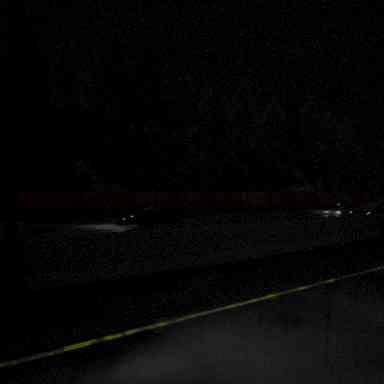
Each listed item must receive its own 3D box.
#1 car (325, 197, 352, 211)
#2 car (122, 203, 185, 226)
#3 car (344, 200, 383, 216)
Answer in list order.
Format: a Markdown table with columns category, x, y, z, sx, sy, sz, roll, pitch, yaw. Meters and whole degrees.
| category | x | y | z | sx | sy | sz | roll | pitch | yaw |
| --- | --- | --- | --- | --- | --- | --- | --- | --- | --- |
| car | 19.573 | 1.508 | 43.951 | 4.553 | 1.767 | 2.097 | 0 | 0 | -37 |
| car | -2.644 | 1.536 | 23.545 | 4.674 | 1.442 | 1.812 | 1 | 0 | -35 |
| car | 14.825 | 1.637 | 27.354 | 4.674 | 1.442 | 1.812 | 1 | 0 | -36 |
